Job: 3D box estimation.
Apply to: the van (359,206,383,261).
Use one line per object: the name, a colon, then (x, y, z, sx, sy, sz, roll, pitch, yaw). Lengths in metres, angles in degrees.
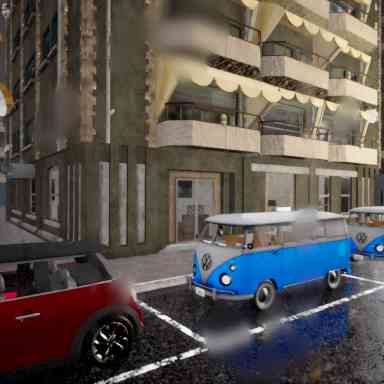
van: (6.485, 1.346, 10.750, 3.998, 1.788, 1.690, 0, 0, -36)

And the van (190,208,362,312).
van: (1.860, 1.343, 7.435, 3.998, 1.788, 1.690, 0, 0, -36)

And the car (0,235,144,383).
car: (-2.765, 1.440, 4.121, 4.097, 1.590, 1.967, 0, 0, -36)
